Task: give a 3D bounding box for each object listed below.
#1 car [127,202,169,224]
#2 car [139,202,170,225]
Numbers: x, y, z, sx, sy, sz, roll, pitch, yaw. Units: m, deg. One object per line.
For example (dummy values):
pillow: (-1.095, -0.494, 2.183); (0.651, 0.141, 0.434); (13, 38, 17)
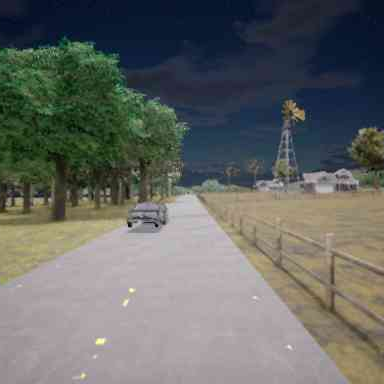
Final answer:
car: (-2.779, 1.295, 20.824); (2.033, 1.411, 5.357); (0, 0, 0)
car: (-2.799, 1.553, 25.622); (1.837, 1.490, 4.892); (0, -1, 0)
